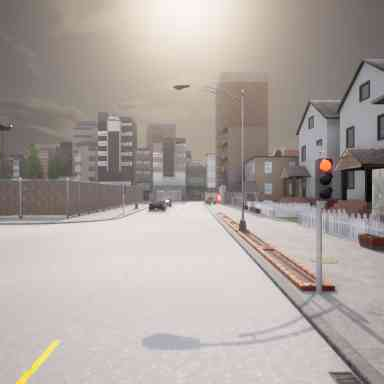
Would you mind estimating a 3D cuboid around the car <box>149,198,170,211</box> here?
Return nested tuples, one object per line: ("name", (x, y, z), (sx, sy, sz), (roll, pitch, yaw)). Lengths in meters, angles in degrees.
("car", (-4.120, 1.601, 40.546), (1.895, 1.301, 4.718), (0, 0, 0))

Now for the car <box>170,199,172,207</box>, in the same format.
("car", (-4.113, 1.564, 50.615), (1.994, 1.385, 4.181), (0, 0, 0))
